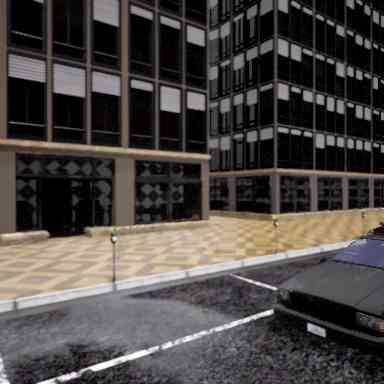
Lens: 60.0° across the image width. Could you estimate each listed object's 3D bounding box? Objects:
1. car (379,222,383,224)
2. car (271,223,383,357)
[{"bbox_3d":[8.336,1.474,12.507,4.313,1.339,1.947,0,1,-36],"label":"car"},{"bbox_3d":[3.891,1.504,6.135,5.357,1.411,2.033,0,0,-35],"label":"car"}]
